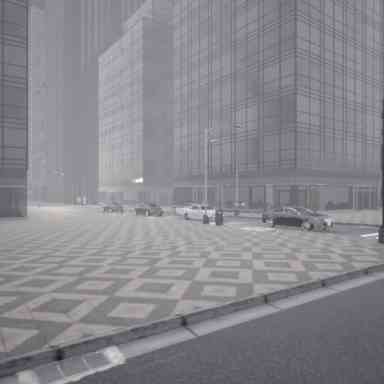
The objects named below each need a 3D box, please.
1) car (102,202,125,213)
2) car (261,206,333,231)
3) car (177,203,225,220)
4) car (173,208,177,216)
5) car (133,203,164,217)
[{"bbox_3d":[-11.156,2.169,46.732,1.837,1.490,4.892,0,-1,-35],"label":"car"},{"bbox_3d":[6.784,1.683,21.902,2.128,1.511,4.902,0,-1,-35],"label":"car"},{"bbox_3d":[0.951,1.870,29.957,1.812,1.442,4.674,0,-1,-36],"label":"car"},{"bbox_3d":[-0.363,1.972,37.207,1.812,1.442,4.674,0,-1,-36],"label":"car"},{"bbox_3d":[-5.088,2.007,38.293,1.837,1.490,4.892,0,-1,-36],"label":"car"}]
